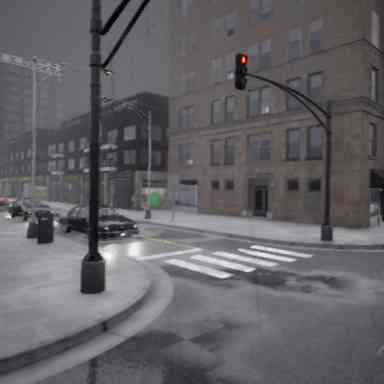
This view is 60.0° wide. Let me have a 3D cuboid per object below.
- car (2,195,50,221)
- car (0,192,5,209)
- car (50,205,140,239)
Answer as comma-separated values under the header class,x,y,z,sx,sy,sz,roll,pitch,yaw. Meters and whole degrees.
class,x,y,z,sx,sy,sz,roll,pitch,yaw
car,-11.443,1.155,23.506,2.033,1.411,5.357,0,1,-42
car,-18.559,0.767,31.507,2.097,1.767,4.553,0,1,-42
car,-4.643,1.337,15.878,2.033,1.411,5.357,0,1,-42
